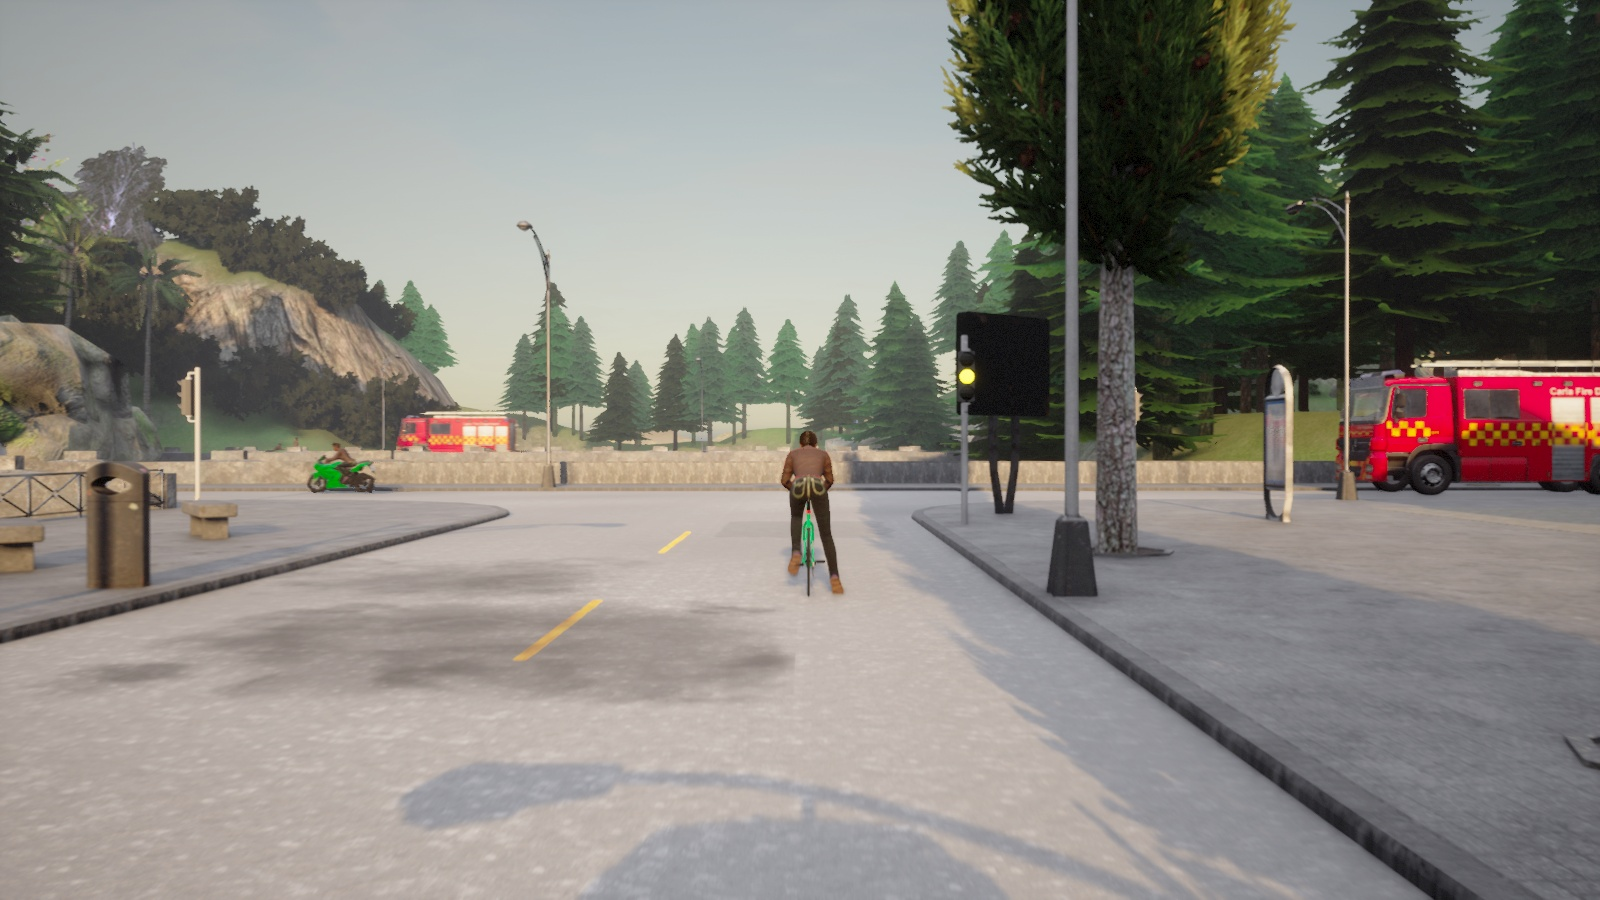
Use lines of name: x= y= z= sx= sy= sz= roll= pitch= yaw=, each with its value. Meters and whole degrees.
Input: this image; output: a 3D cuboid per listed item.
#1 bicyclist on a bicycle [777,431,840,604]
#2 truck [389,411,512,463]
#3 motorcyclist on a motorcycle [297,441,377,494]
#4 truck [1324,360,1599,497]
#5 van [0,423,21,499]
bicyclist on a bicycle: x=0.085 y=0.628 z=12.580 sx=0.582 sy=1.620 sz=1.656 roll=0 pitch=0 yaw=0
truck: x=-26.188 y=-0.971 z=94.355 sx=8.468 sy=3.827 sz=2.891 roll=0 pitch=0 yaw=0
motorcyclist on a motorcycle: x=-13.544 y=0.511 z=36.753 sx=2.044 sy=1.523 sz=0.797 roll=0 pitch=1 yaw=2
truck: x=20.106 y=-0.608 z=36.565 sx=8.468 sy=3.827 sz=2.891 roll=0 pitch=0 yaw=0
van: x=-23.145 y=0.296 z=32.833 sx=4.442 sy=1.987 sz=1.775 roll=0 pitch=0 yaw=0
